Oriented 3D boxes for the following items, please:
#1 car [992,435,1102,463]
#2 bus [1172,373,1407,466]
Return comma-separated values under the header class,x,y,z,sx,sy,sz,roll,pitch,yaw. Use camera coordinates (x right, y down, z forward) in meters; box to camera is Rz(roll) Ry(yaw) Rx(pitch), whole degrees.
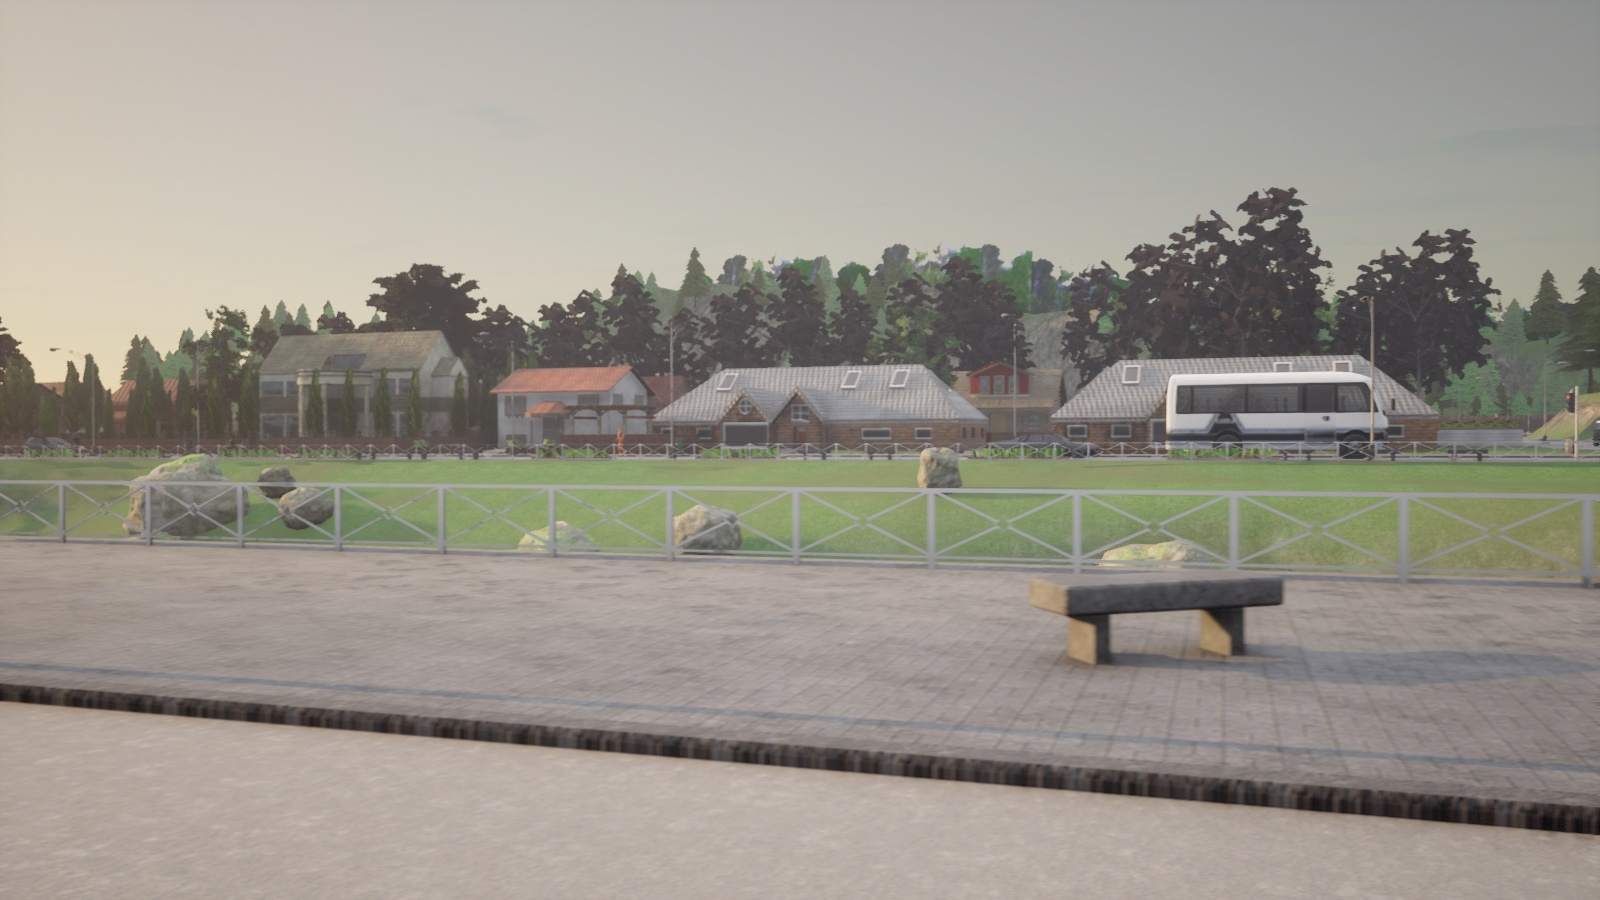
class,x,y,z,sx,sy,sz,roll,pitch,yaw
car,12.692,-0.082,64.493,5.357,1.411,2.033,0,1,19
bus,23.448,-1.443,60.851,10.273,4.253,3.944,0,1,19
